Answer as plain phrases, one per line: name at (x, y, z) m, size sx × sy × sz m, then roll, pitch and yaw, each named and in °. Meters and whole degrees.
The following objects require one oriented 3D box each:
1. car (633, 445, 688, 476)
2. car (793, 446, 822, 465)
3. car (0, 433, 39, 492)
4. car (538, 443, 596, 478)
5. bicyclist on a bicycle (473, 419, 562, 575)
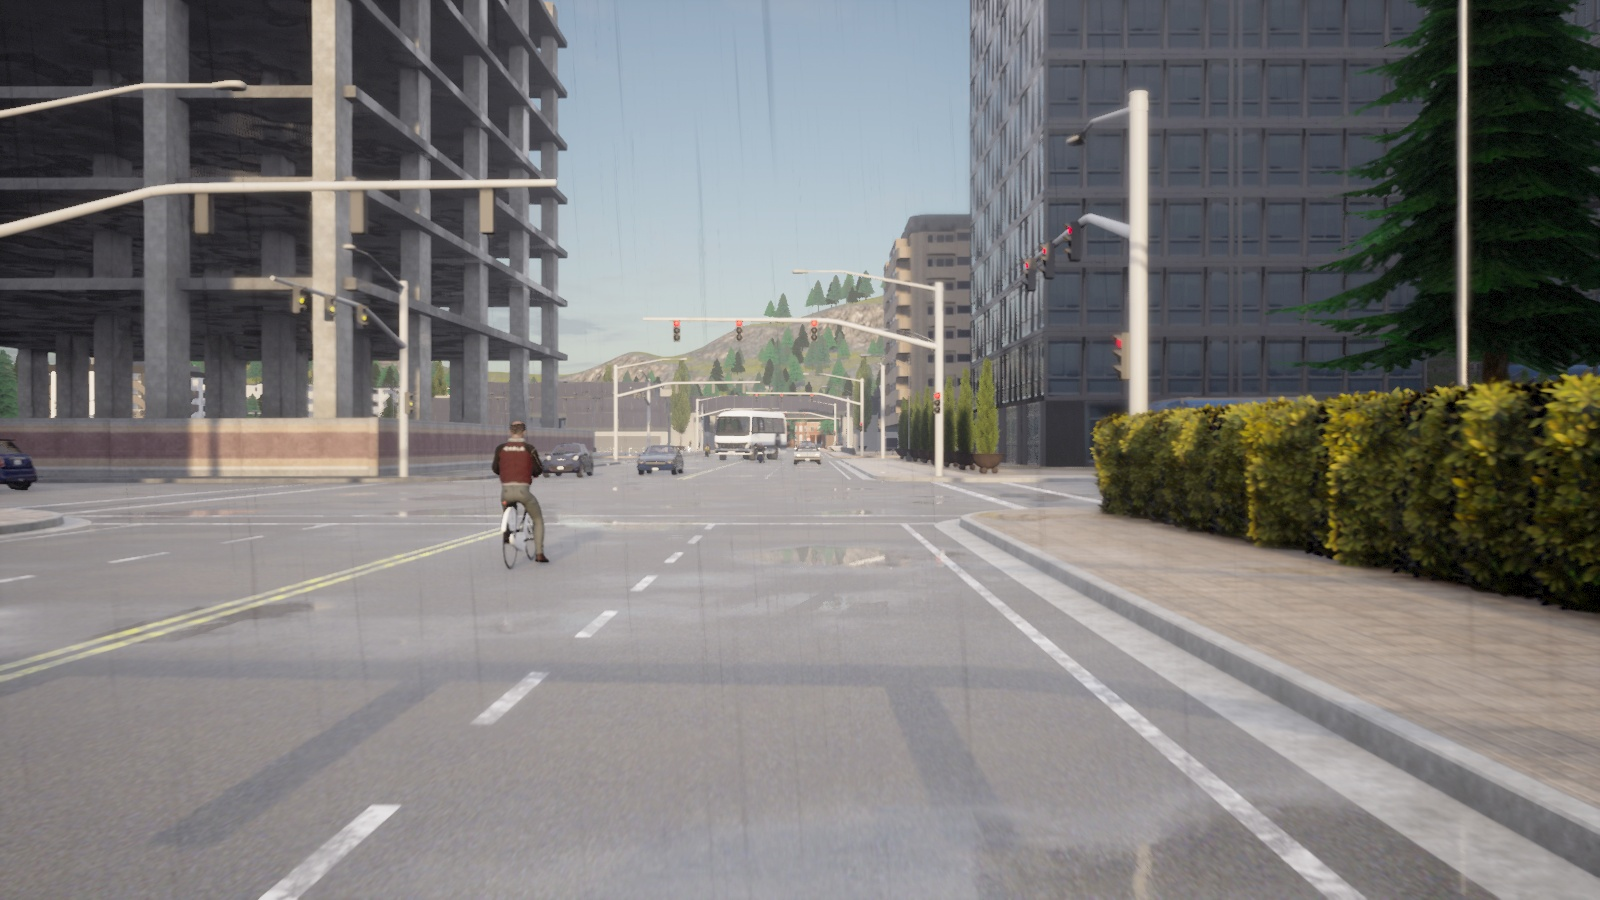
car at (-6.642, 0.449, 60.254) m, size 2.033 × 1.411 × 5.357 m, roll 0°, pitch 0°, yaw 0°
car at (0.508, 0.359, 86.644) m, size 1.895 × 1.301 × 4.718 m, roll 0°, pitch 0°, yaw 0°
car at (-26.306, 0.366, 38.583) m, size 4.553 × 1.767 × 2.097 m, roll 0°, pitch 0°, yaw 1°
car at (-10.172, 0.442, 55.107) m, size 1.845 × 1.501 × 3.633 m, roll 0°, pitch 0°, yaw 0°
bicyclist on a bicycle at (-3.398, 0.528, 15.255) m, size 0.659 × 1.776 × 1.843 m, roll 0°, pitch 1°, yaw 0°
